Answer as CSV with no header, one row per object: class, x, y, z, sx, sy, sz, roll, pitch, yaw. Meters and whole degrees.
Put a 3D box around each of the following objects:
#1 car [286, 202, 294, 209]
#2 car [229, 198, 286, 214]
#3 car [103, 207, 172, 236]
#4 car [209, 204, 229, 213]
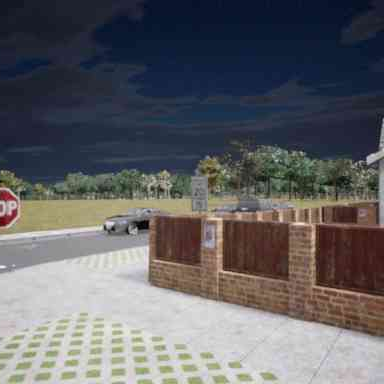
car,10.695,1.971,39.880,2.128,1.511,4.902,-1,-1,35
car,5.556,1.535,27.516,2.150,2.045,5.566,0,-1,35
car,-3.152,1.702,20.213,2.128,1.511,4.902,-1,-1,35
car,3.223,1.827,29.281,2.128,1.511,4.902,-1,-1,35
